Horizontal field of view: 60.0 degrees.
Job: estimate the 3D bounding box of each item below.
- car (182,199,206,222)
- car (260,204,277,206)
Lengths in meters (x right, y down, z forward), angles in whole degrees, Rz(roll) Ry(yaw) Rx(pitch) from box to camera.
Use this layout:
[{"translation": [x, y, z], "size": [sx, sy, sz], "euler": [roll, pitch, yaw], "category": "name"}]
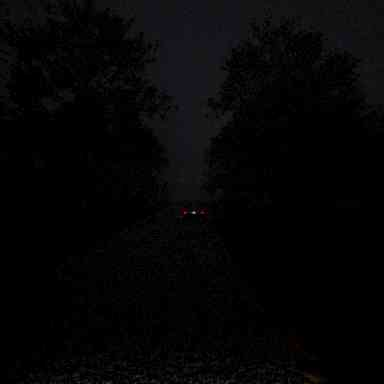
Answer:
[{"translation": [0.140, 1.543, 26.504], "size": [2.033, 1.411, 5.357], "euler": [0, 0, 0], "category": "car"}, {"translation": [19.969, 4.404, 82.542], "size": [2.435, 2.045, 5.566], "euler": [0, 1, -18], "category": "car"}]
